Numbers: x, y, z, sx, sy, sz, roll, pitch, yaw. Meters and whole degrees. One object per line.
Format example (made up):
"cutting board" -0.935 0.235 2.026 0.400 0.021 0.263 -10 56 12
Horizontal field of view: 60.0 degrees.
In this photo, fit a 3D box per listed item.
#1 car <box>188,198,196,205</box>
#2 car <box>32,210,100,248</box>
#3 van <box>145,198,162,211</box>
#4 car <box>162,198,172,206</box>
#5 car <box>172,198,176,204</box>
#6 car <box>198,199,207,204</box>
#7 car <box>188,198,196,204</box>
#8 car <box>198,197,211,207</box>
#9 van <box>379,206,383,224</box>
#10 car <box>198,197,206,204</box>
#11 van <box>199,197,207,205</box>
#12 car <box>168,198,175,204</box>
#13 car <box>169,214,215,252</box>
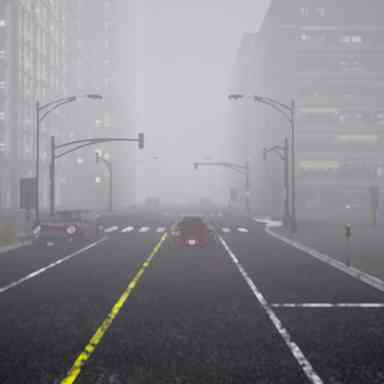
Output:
"car" 0.004 2.313 75.315 1.895 1.301 4.718 0 -1 0
"car" -5.692 1.588 15.401 1.967 1.590 4.097 0 -1 0
"van" -5.690 1.807 47.875 1.690 1.788 3.998 0 -1 0
"car" -5.690 2.214 69.906 1.752 1.417 4.829 0 -1 0
"car" -5.689 2.302 86.728 1.967 1.590 4.097 0 -1 0
"car" 2.692 2.413 86.728 2.008 1.369 4.403 0 -1 0
"car" 0.004 2.219 87.374 1.837 1.490 4.892 0 -1 0
"car" 2.690 1.949 64.528 2.192 1.841 5.009 0 -1 0
"van" 16.930 1.955 26.130 3.998 1.788 1.690 1 -2 0
"car" 2.691 2.235 92.281 2.192 1.841 5.009 0 -1 0
"van" 2.691 2.146 81.180 1.690 1.788 3.998 0 -1 0
"car" -5.689 2.444 92.108 1.752 1.417 4.829 0 -1 0
"car" 0.007 1.664 14.388 1.812 1.442 4.674 0 0 0
